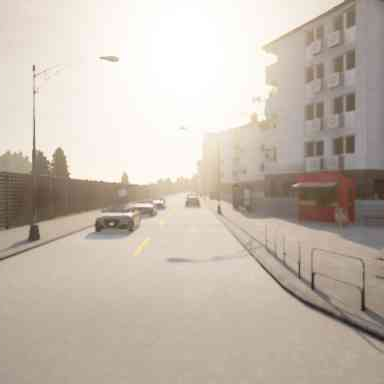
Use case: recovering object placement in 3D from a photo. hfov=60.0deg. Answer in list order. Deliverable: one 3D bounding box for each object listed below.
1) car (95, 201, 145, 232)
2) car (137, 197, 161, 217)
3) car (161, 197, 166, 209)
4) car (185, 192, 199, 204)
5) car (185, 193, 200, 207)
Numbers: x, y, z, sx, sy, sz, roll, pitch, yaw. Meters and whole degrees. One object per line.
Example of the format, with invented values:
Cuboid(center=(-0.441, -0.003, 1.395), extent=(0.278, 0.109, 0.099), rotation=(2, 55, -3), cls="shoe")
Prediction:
Cuboid(center=(-4.092, 1.425, 18.916), extent=(1.994, 1.385, 4.181), rotation=(0, 0, 0), cls="car")
Cuboid(center=(-4.092, 1.313, 29.002), extent=(1.812, 1.442, 4.674), rotation=(0, 0, 0), cls="car")
Cuboid(center=(-4.058, 1.260, 39.304), extent=(2.033, 1.411, 5.357), rotation=(0, 0, 0), cls="car")
Cuboid(center=(0.005, 0.950, 54.894), extent=(2.097, 1.767, 4.553), rotation=(0, 0, 0), cls="car")
Cuboid(center=(0.107, 1.235, 44.956), extent=(1.994, 1.385, 4.181), rotation=(0, 0, 0), cls="car")
